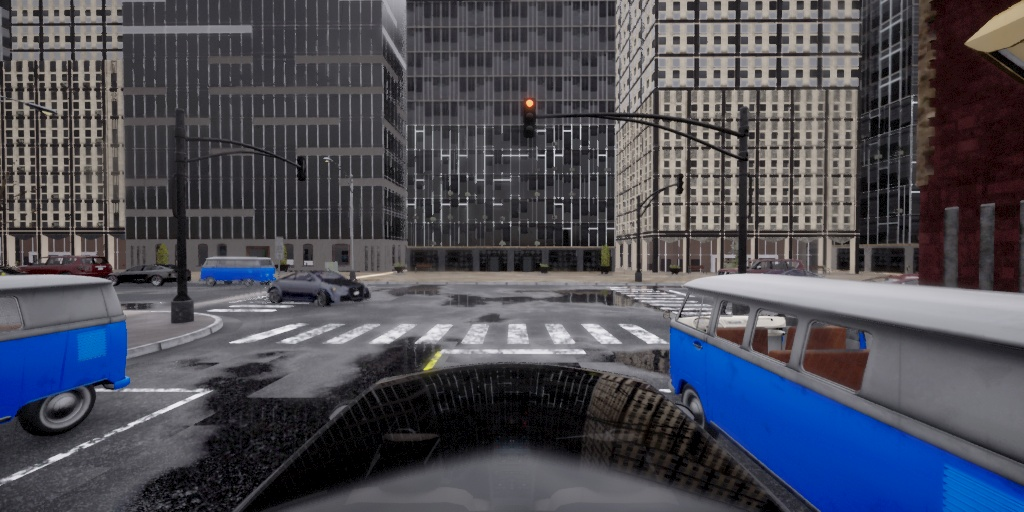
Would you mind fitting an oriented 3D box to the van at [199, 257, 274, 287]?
[{"bbox_3d":[-17.096,0.951,22.373,3.998,1.789,1.690,0,0,1],"label":"van"}]

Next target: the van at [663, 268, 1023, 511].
[{"bbox_3d":[2.691,1.090,2.782,1.690,1.789,3.998,0,0,0],"label":"van"}]

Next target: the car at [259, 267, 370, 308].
[{"bbox_3d":[-8.201,1.316,15.276,4.181,1.385,1.994,0,1,20],"label":"car"}]

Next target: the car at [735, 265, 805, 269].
[{"bbox_3d":[14.801,1.372,19.486,4.181,1.385,1.994,0,1,1],"label":"car"}]

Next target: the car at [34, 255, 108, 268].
[{"bbox_3d":[-28.141,0.874,22.473,5.009,1.841,2.192,0,0,1],"label":"car"}]

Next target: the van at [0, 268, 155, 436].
[{"bbox_3d":[-5.690,1.090,2.836,1.690,1.789,3.998,0,0,0],"label":"van"}]

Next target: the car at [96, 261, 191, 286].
[{"bbox_3d":[-22.618,1.150,22.423,4.313,1.339,1.948,0,0,1],"label":"car"}]

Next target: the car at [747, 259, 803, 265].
[{"bbox_3d":[15.292,1.089,22.082,5.009,1.841,2.192,0,0,1],"label":"car"}]

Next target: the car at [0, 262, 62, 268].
[{"bbox_3d":[-24.600,1.161,16.639,4.892,1.490,1.837,0,1,1],"label":"car"}]

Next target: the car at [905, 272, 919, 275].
[{"bbox_3d":[15.216,1.437,13.703,4.507,1.381,1.888,0,0,1],"label":"car"}]
